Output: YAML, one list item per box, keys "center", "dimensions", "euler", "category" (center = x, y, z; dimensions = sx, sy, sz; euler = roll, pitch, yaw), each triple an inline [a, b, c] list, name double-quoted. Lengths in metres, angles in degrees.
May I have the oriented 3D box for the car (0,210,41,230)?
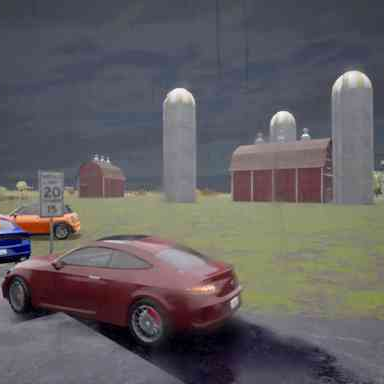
- center: [-6.957, 1.480, 10.741]
  dimensions: [5.008, 1.535, 1.882]
  euler: [0, 0, 43]
  category: "car"

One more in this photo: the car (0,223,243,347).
- center: [-1.398, 1.529, 6.174]
  dimensions: [4.674, 1.442, 1.812]
  euler: [0, 0, 27]
  category: "car"

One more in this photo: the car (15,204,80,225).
- center: [-7.984, 1.371, 16.504]
  dimensions: [4.553, 1.767, 2.097]
  euler: [0, 0, -11]
  category: "car"
